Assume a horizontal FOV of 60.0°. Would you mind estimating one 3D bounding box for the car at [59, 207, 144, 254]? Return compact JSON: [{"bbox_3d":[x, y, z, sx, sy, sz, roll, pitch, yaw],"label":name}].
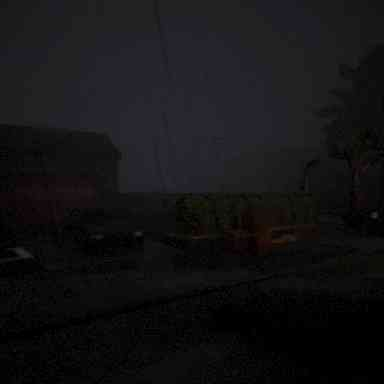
[{"bbox_3d":[-3.704,1.315,12.755,2.033,1.415,5.357,-1,0,-33],"label":"car"}]
